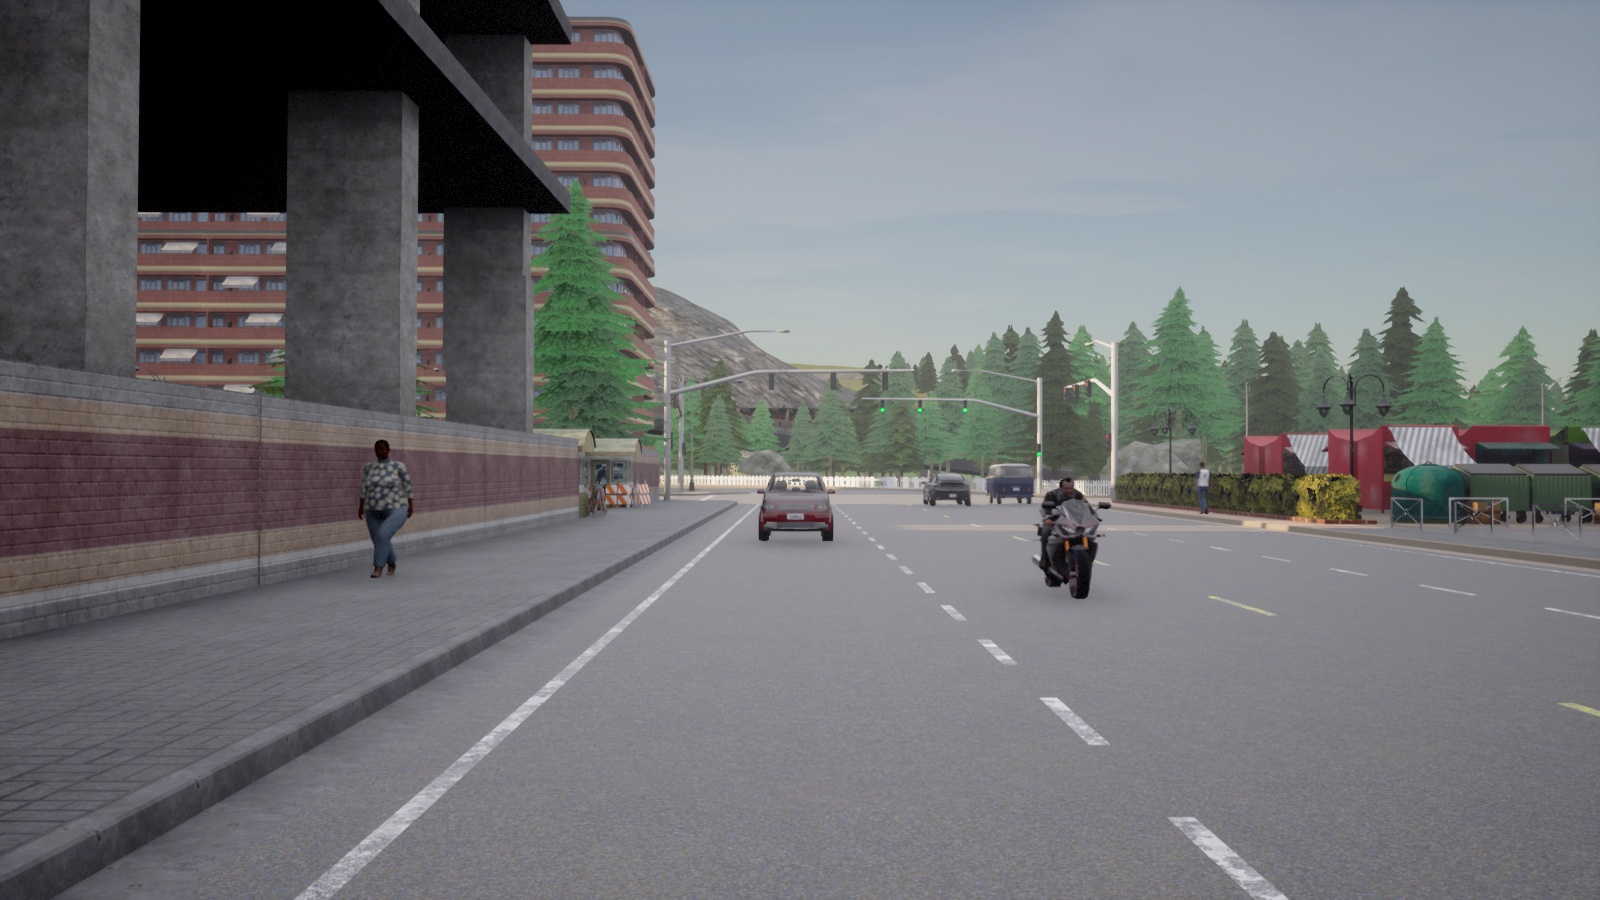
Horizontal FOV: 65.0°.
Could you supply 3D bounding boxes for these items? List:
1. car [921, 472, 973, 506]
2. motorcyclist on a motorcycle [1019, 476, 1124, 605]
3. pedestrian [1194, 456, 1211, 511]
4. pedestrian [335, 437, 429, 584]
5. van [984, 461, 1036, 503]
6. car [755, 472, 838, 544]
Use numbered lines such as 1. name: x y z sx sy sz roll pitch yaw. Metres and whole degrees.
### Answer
1. car: 6.839 1.783 58.749 1.837 1.490 4.892 0 -1 0
2. motorcyclist on a motorcycle: 3.455 1.109 16.200 0.866 1.530 2.191 0 -1 0
3. pedestrian: 13.740 1.136 42.880 0.354 1.836 0.706 0 -1 0
4. pedestrian: -5.402 0.770 16.268 0.874 1.855 0.900 0 -1 5
5. van: 10.329 1.591 62.078 1.775 1.987 4.442 0 -2 0
6. car: -0.080 1.281 28.951 1.789 1.549 3.705 0 -1 0
